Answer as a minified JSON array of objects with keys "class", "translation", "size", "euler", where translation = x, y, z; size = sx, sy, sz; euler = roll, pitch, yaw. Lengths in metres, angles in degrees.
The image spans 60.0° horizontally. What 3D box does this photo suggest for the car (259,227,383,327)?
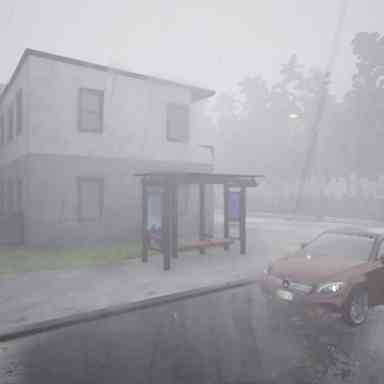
[{"class":"car","translation":[3.503,1.522,7.131],"size":[4.674,1.442,1.812],"euler":[0,0,-36]}]
